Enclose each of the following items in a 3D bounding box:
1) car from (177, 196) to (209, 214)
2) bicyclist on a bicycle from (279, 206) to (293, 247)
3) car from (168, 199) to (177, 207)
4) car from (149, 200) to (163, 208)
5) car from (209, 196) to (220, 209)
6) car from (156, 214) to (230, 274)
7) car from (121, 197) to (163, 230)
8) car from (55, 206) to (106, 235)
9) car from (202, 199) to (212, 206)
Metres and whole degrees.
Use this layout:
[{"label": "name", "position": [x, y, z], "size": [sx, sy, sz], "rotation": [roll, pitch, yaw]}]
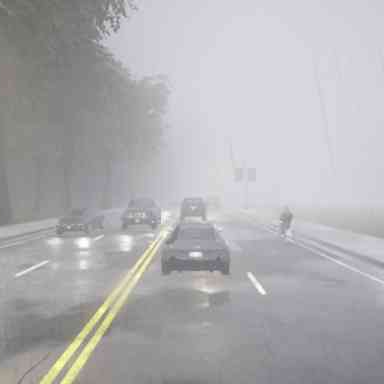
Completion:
[{"label": "car", "position": [0.105, 1.461, 29.457], "size": [2.150, 2.045, 5.566], "rotation": [0, 0, 0]}, {"label": "bicyclist on a bicycle", "position": [4.145, 1.488, 14.816], "size": [0.659, 1.776, 1.843], "rotation": [0, 0, 0]}, {"label": "car", "position": [-3.271, 2.075, 62.607], "size": [1.812, 1.442, 4.674], "rotation": [0, -1, 1]}, {"label": "car", "position": [-6.522, 2.133, 60.805], "size": [1.895, 1.301, 4.718], "rotation": [0, -1, 1]}, {"label": "car", "position": [3.359, 1.696, 55.227], "size": [2.150, 2.045, 5.566], "rotation": [0, -1, 0]}, {"label": "car", "position": [0.102, 1.650, 10.861], "size": [1.994, 1.385, 4.181], "rotation": [0, 0, 0]}, {"label": "car", "position": [-3.346, 1.407, 23.039], "size": [2.150, 2.045, 5.566], "rotation": [0, 0, 0]}, {"label": "car", "position": [-6.595, 1.667, 20.173], "size": [1.837, 1.490, 4.892], "rotation": [0, 0, 0]}, {"label": "car", "position": [3.261, 2.213, 72.435], "size": [1.994, 1.385, 4.181], "rotation": [0, -1, 0]}]
